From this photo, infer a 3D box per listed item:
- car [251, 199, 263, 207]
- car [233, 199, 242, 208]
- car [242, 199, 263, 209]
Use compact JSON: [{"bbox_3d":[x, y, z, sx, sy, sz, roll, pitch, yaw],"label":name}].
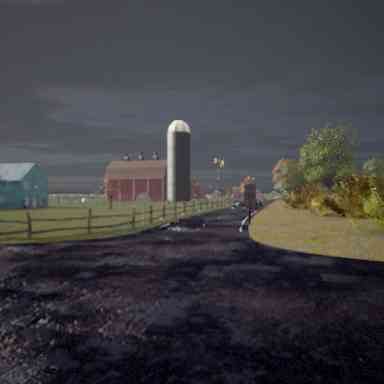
[{"bbox_3d":[12.787,2.142,65.157,1.994,1.385,4.181,0,-1,15],"label":"car"},{"bbox_3d":[8.488,2.005,59.853,2.128,1.511,4.902,0,-1,15],"label":"car"},{"bbox_3d":[10.040,1.968,55.103,2.128,1.511,4.902,0,-1,15],"label":"car"}]
